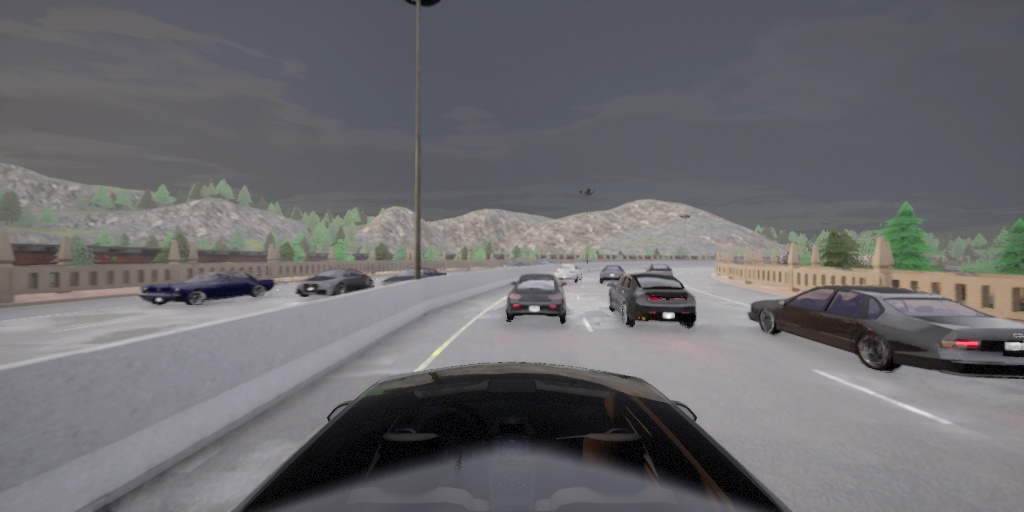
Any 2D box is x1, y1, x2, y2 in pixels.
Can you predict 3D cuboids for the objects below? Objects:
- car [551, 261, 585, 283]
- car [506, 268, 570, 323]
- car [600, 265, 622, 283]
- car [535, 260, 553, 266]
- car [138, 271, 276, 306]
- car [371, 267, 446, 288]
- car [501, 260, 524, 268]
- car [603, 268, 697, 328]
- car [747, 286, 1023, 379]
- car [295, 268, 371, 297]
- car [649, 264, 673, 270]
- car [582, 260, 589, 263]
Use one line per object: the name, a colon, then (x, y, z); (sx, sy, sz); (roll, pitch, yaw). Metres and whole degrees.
car: (4.677, 1.389, 29.601); (1.812, 1.442, 4.674); (0, 0, 17)
car: (0.904, 1.315, 12.308); (1.812, 1.442, 4.674); (0, 0, 7)
car: (8.254, 1.440, 29.201); (1.994, 1.385, 4.181); (0, 0, 18)
car: (5.341, 1.433, 56.199); (1.882, 1.535, 5.008); (0, 0, 32)
car: (-12.978, 1.347, 15.667); (1.895, 1.301, 4.718); (0, 0, 8)
car: (-5.239, 1.339, 19.849); (2.033, 1.411, 5.357); (0, 0, 11)
car: (0.137, 1.421, 54.303); (2.128, 1.511, 4.902); (0, 0, 29)
car: (4.350, 1.306, 11.730); (1.837, 1.490, 4.892); (0, 0, 6)
car: (7.397, 1.347, 7.627); (2.033, 1.411, 5.357); (0, 0, 5)
car: (-8.961, 1.336, 18.495); (1.994, 1.385, 4.181); (0, 0, 10)
car: (11.692, 1.379, 28.520); (2.128, 1.511, 4.902); (0, 0, 18)
car: (11.336, 1.492, 58.943); (1.837, 1.490, 4.892); (0, 0, 35)
